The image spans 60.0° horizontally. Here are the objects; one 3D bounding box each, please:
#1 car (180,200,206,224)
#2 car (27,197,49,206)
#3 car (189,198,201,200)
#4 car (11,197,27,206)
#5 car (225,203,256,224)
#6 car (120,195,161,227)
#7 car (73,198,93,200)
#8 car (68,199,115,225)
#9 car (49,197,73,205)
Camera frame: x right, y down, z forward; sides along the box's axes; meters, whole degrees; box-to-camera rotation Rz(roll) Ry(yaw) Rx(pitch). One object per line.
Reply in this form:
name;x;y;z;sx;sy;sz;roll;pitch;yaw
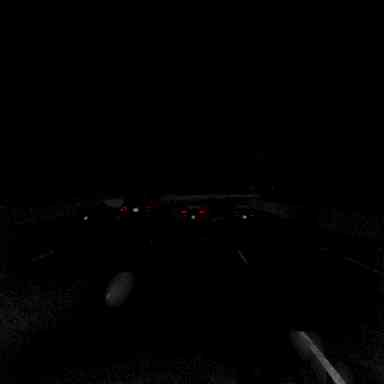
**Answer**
car;0.088;1.530;24.866;1.812;1.442;4.674;0;0;0
car;-23.546;1.537;53.245;2.128;1.511;4.902;0;0;5
car;0.350;1.484;41.449;1.882;1.535;5.008;0;-1;2
car;-27.038;1.542;53.493;1.812;1.442;4.674;0;0;5
car;3.601;1.530;25.032;1.812;1.442;4.674;0;0;0
car;-3.400;1.221;22.801;2.150;2.045;5.566;0;-1;0
car;-16.578;1.594;52.580;1.994;1.385;4.181;0;0;5
car;-6.900;1.495;24.099;2.128;1.511;4.902;0;0;0
car;-20.062;1.537;52.912;2.128;1.511;4.902;0;0;5
